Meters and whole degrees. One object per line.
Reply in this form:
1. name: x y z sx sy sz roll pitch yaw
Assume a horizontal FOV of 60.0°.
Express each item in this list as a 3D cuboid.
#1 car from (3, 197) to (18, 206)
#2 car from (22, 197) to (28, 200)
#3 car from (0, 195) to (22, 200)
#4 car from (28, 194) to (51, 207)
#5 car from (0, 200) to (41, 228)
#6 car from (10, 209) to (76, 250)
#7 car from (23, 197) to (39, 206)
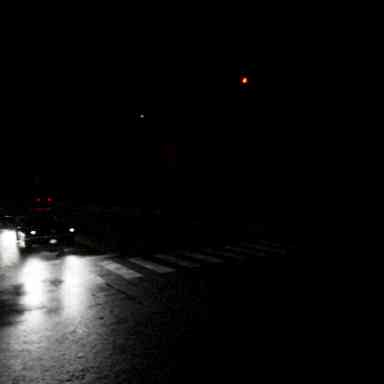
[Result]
1. car: -32.540 1.708 59.474 1.994 1.385 4.181 0 0 -34
2. car: -26.652 1.722 50.737 1.895 1.301 4.718 0 0 -34
3. car: -18.016 1.305 31.746 2.150 2.045 5.566 0 0 -34
4. car: -23.535 1.331 51.915 2.150 2.045 5.566 0 0 -34
5. car: -12.304 1.550 23.258 2.128 1.511 4.902 0 0 -34
6. car: -6.686 1.634 14.919 1.895 1.301 4.718 0 0 -34
7. car: -29.242 1.636 60.396 1.837 1.490 4.892 0 0 -34
